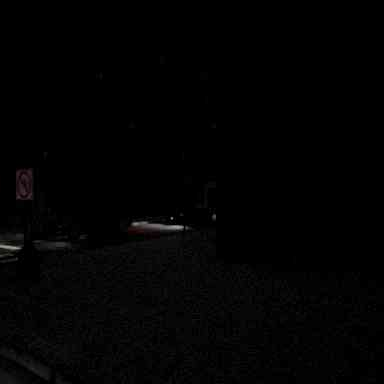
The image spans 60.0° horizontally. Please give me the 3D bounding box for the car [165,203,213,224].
[{"bbox_3d":[-0.080,1.582,25.443,1.812,1.442,4.674,0,0,35],"label":"car"}]

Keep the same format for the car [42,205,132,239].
[{"bbox_3d":[-5.459,1.516,17.892,1.882,1.535,5.008,0,0,35],"label":"car"}]
